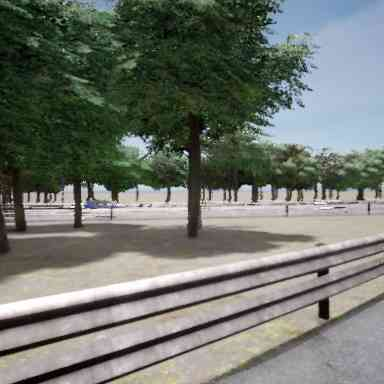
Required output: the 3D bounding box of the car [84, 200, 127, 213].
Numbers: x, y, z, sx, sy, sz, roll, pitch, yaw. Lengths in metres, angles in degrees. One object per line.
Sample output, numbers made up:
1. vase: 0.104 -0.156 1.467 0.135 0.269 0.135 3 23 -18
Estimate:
1. car: -10.978 2.086 42.761 5.566 2.045 2.150 0 0 -5
